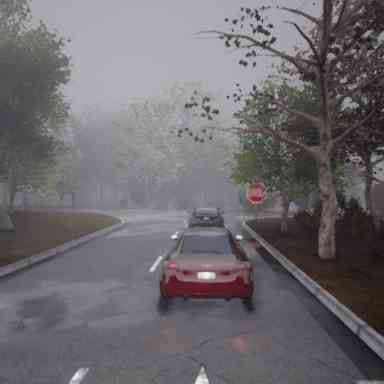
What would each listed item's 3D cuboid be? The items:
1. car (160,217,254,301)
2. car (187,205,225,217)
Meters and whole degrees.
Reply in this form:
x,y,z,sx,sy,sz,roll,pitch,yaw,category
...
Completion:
x,y,z,sx,sy,sz,roll,pitch,yaw,category
0.372,1.586,8.464,1.994,1.385,4.181,0,0,3,car
0.789,1.502,18.512,1.837,1.490,4.892,0,1,2,car
